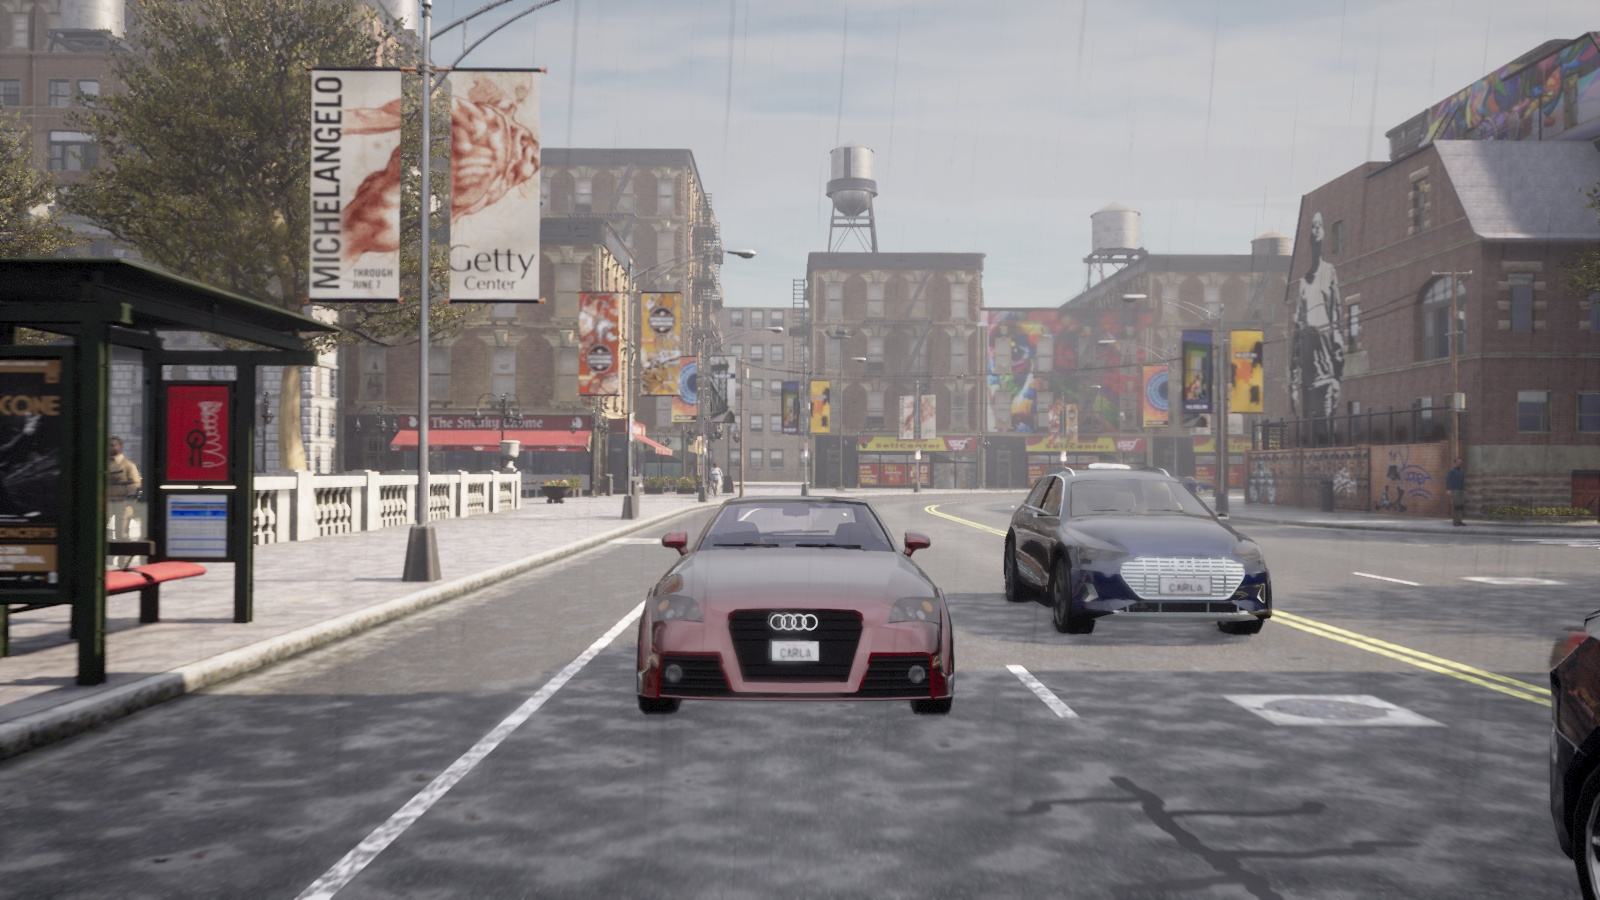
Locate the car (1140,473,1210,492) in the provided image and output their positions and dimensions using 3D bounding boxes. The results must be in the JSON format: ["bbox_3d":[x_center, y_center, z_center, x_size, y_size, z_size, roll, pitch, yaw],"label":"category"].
[{"bbox_3d":[26.521,2.293,88.804,4.718,1.301,1.895,0,-1,-26],"label":"car"}]

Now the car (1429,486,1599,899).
[{"bbox_3d":[3.494,0.840,2.391,2.163,1.488,4.792,0,-1,0],"label":"car"}]

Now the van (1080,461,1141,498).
[{"bbox_3d":[17.658,1.660,71.334,2.069,2.038,4.480,-1,-1,32],"label":"van"}]

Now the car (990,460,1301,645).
[{"bbox_3d":[3.467,0.960,13.709,2.033,1.649,4.856,0,-1,0],"label":"car"}]

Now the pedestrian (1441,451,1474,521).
[{"bbox_3d":[17.685,0.965,33.778,0.402,1.842,0.726,0,-1,-10],"label":"pedestrian"}]

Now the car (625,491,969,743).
[{"bbox_3d":[-0.022,1.035,9.381,1.994,1.385,4.181,0,-1,0],"label":"car"}]

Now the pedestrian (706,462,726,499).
[{"bbox_3d":[-4.267,1.552,63.653,0.874,1.855,0.900,0,-1,7],"label":"pedestrian"}]
